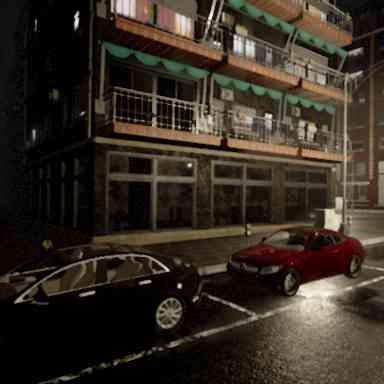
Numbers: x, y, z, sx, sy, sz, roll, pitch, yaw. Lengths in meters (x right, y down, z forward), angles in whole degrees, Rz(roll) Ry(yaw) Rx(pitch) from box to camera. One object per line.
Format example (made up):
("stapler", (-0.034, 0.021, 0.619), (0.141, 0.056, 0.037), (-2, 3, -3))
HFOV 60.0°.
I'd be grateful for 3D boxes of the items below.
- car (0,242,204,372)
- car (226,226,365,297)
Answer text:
("car", (-1.841, 1.548, 5.190), (4.403, 1.369, 2.008), (0, 1, -36))
("car", (2.786, 1.565, 8.494), (4.206, 1.307, 1.802), (0, 1, -36))
